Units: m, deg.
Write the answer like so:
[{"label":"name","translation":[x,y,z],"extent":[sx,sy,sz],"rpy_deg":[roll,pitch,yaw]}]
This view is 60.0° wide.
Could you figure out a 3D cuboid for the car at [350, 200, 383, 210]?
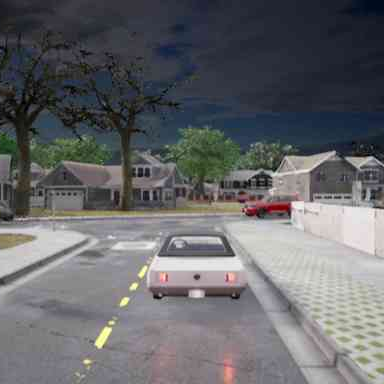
[{"label":"car","translation":[16.955,1.595,33.590],"extent":[4.892,1.490,1.837],"rpy_deg":[0,0,-18]}]

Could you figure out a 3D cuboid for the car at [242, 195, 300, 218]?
[{"label":"car","translation":[7.339,1.271,30.358],"extent":[5.566,2.045,2.150],"rpy_deg":[0,0,-20]}]

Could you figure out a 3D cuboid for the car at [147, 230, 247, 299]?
[{"label":"car","translation":[0.097,1.601,8.376],"extent":[1.895,1.301,4.718],"rpy_deg":[0,0,0]}]

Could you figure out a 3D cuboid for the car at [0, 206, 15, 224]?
[{"label":"car","translation":[-14.327,1.479,21.989],"extent":[4.674,1.442,1.812],"rpy_deg":[0,0,-25]}]
